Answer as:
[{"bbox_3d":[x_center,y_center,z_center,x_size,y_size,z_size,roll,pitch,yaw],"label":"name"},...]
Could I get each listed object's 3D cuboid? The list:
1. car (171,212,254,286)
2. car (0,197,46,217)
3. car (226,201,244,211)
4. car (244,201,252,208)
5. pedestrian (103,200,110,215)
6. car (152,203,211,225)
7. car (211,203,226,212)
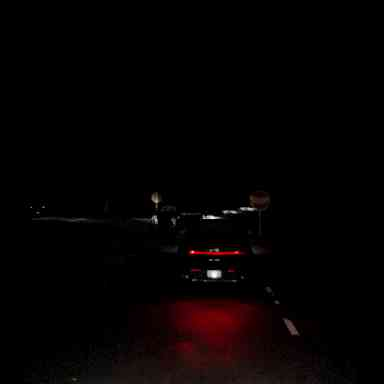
[{"bbox_3d":[0.669,1.522,9.527,1.837,1.490,4.892,0,0,5],"label":"car"},{"bbox_3d":[-13.214,1.086,24.204,4.718,1.301,1.895,2,-1,8],"label":"car"},{"bbox_3d":[6.060,2.074,50.027,2.033,1.411,5.357,0,-1,18],"label":"car"},{"bbox_3d":[11.094,2.452,67.057,1.895,1.301,4.718,0,-1,15],"label":"car"},{"bbox_3d":[-7.718,1.137,29.909,0.375,1.860,0.375,0,-4,7],"label":"pedestrian"},{"bbox_3d":[-1.130,1.603,22.829,2.128,1.511,4.902,1,-1,-31],"label":"car"},{"bbox_3d":[2.057,1.851,36.633,1.994,1.385,4.181,0,-1,16],"label":"car"}]
